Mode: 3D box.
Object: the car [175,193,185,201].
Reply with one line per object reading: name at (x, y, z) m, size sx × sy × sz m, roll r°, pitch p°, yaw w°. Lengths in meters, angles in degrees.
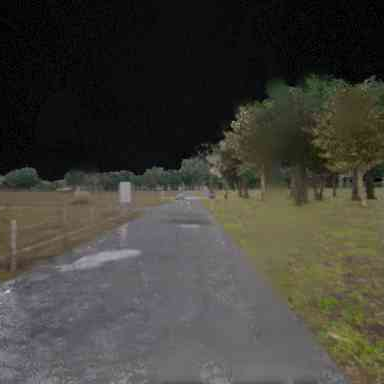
car at (-2.744, 1.021, 75.466) m, size 2.097 × 1.767 × 4.553 m, roll 0°, pitch 1°, yaw 0°
